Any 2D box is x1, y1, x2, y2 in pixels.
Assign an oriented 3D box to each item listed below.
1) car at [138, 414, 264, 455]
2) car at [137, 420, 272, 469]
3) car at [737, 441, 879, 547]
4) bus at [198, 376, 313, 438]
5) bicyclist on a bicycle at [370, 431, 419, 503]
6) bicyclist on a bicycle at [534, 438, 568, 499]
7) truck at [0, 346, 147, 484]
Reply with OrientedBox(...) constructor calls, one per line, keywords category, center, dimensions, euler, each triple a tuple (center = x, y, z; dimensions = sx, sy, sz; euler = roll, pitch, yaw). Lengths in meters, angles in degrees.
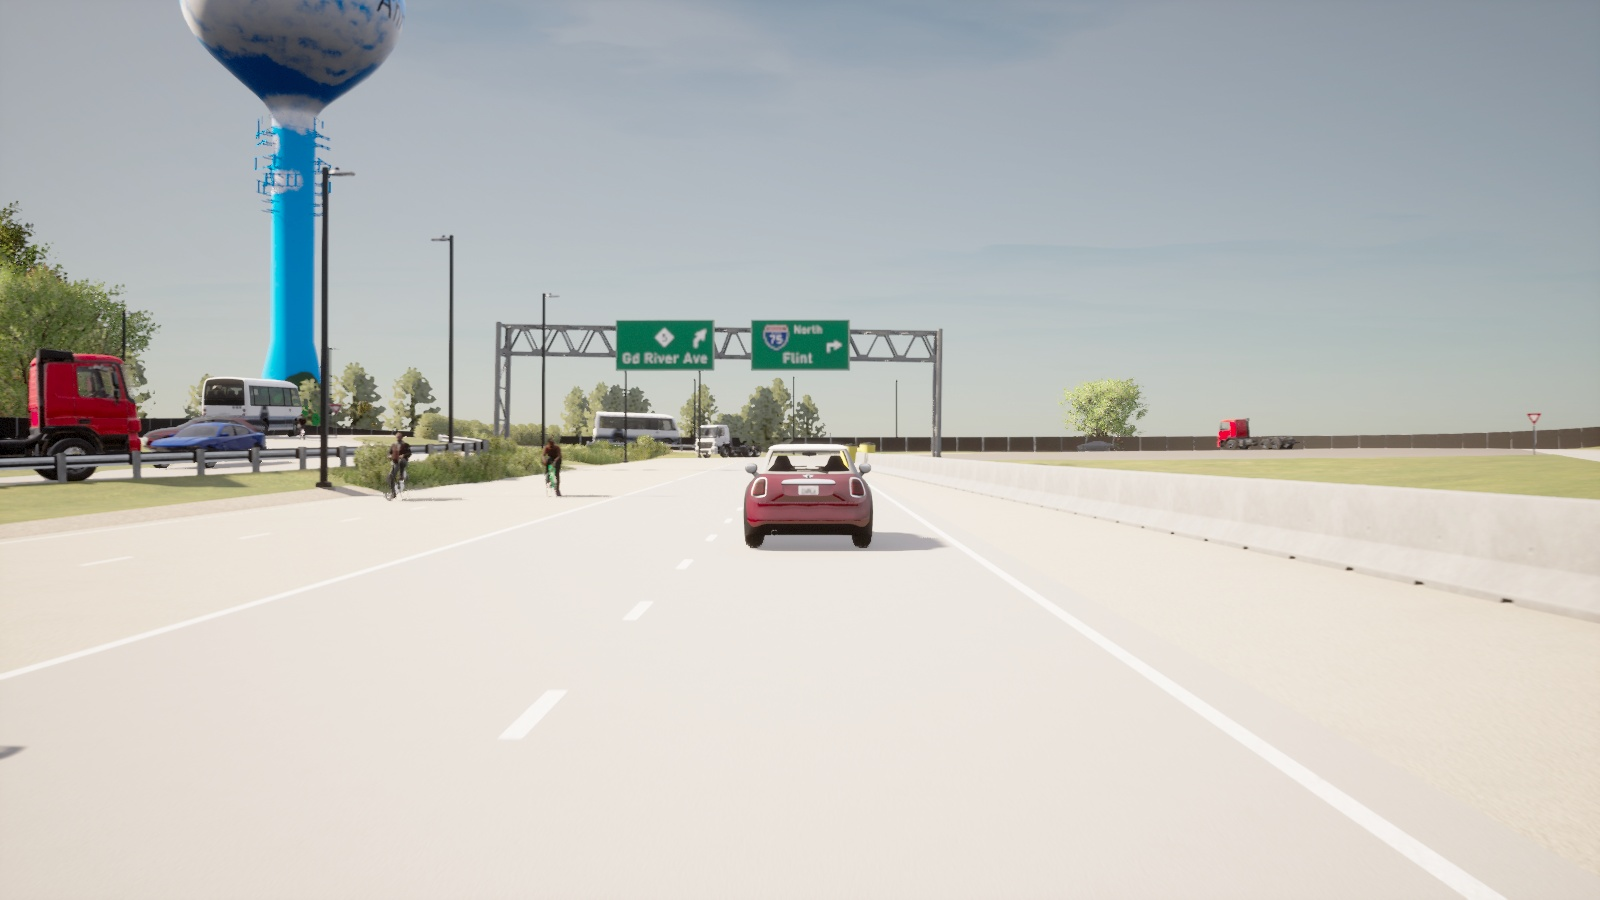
OrientedBox(category="car", center=(-26.877, -0.731, 56.410), dimensions=(4.856, 1.649, 2.033), euler=(-2, 4, -33))
OrientedBox(category="car", center=(-20.448, -0.230, 43.412), dimensions=(1.882, 1.535, 5.008), euler=(0, 2, 5))
OrientedBox(category="car", center=(0.126, 0.603, 19.380), dimensions=(1.970, 1.475, 3.806), euler=(0, 0, 0))
OrientedBox(category="bus", center=(-39.293, -3.082, 91.161), dimensions=(3.944, 4.253, 10.273), euler=(0, 2, -1))
OrientedBox(category="bicyclist on a bicycle", center=(-10.303, 0.419, 31.960), dimensions=(0.659, 1.776, 1.843), euler=(0, 0, 0))
OrientedBox(category="bicyclist on a bicycle", center=(-6.789, 0.492, 34.279), dimensions=(0.582, 1.620, 1.656), euler=(0, 1, 0))
OrientedBox(category="truck", center=(-21.482, -0.847, 32.136), dimensions=(7.936, 3.462, 2.891), euler=(-3, 2, -40))
